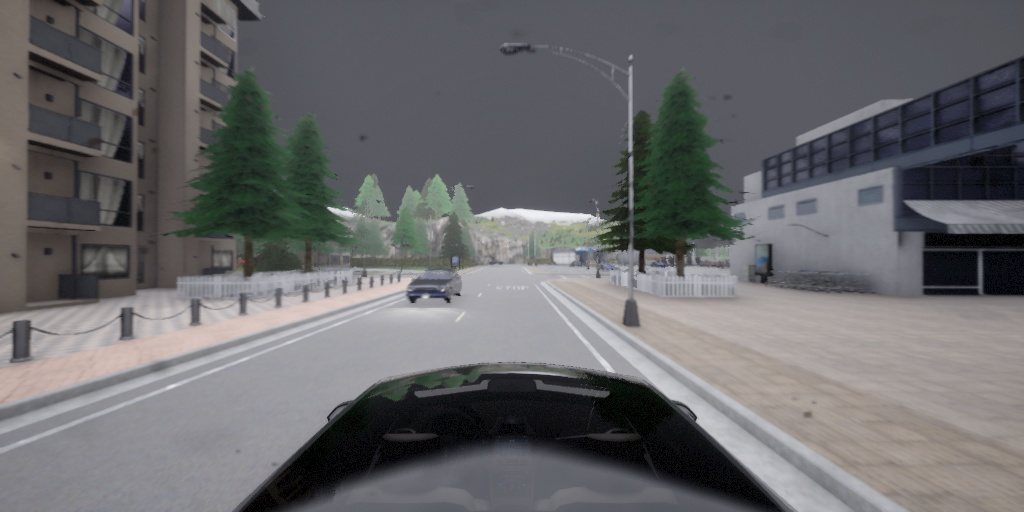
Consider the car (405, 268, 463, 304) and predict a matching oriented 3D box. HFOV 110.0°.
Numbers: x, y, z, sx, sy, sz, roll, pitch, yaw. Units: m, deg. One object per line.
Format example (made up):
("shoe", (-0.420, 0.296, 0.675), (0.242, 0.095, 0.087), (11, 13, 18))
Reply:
("car", (-3.500, 1.297, 17.187), (2.033, 1.411, 5.357), (0, 0, 0))
